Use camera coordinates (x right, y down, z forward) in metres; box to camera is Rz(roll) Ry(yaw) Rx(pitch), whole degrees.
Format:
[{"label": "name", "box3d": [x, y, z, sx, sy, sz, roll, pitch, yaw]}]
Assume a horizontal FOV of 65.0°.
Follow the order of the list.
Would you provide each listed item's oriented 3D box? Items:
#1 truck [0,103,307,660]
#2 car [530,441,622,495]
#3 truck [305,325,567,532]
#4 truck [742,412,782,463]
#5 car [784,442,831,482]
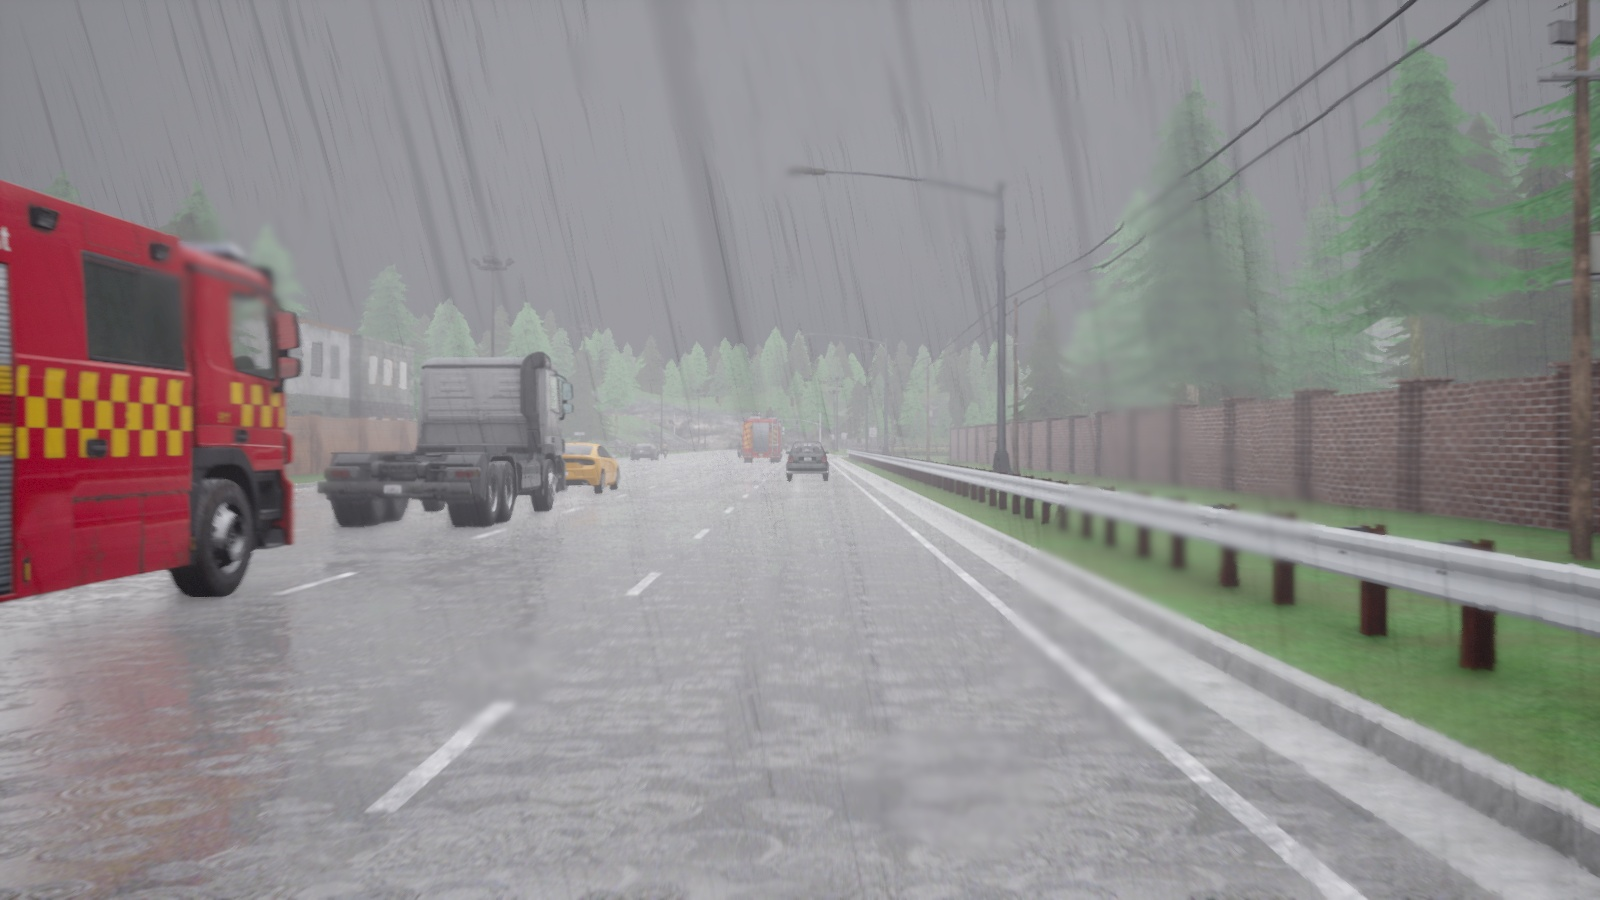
[{"label": "truck", "box3d": [-6.929, -0.477, 9.670, 2.891, 3.827, 8.468, 0, 0, 0]}, {"label": "car", "box3d": [-6.766, 0.504, 38.469, 1.882, 1.535, 5.008, 0, 0, 0]}, {"label": "truck", "box3d": [-6.842, -0.380, 25.034, 2.891, 3.462, 7.936, 0, 0, 0]}, {"label": "truck", "box3d": [-2.923, -0.972, 98.847, 2.891, 3.827, 8.468, 0, 0, 0]}, {"label": "car", "box3d": [0.303, 0.443, 50.624, 1.789, 1.549, 3.705, 0, 0, 0]}]
